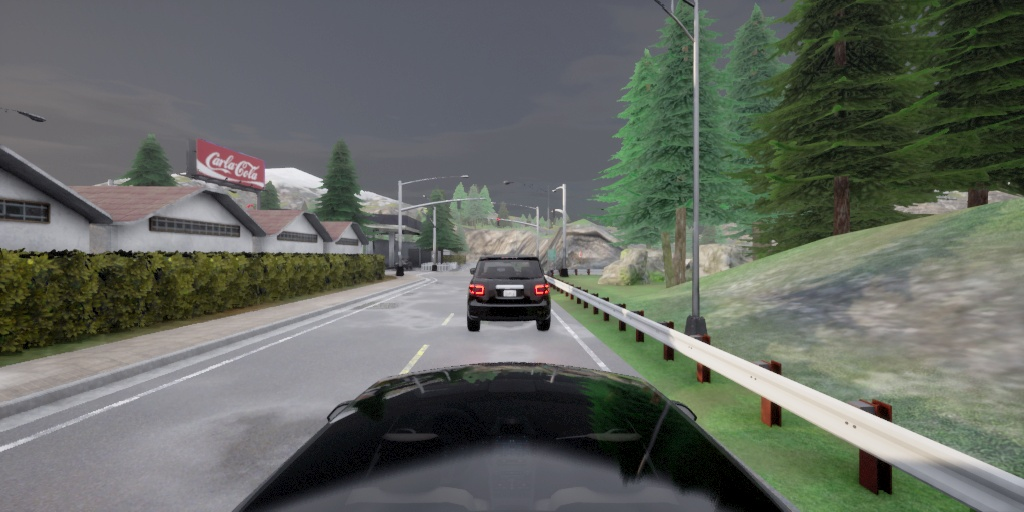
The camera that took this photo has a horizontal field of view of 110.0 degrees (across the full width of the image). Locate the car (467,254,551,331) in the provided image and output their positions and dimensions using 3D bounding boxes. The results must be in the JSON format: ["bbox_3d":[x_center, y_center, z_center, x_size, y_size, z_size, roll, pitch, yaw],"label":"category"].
[{"bbox_3d":[-0.141,0.966,11.080,2.150,2.045,5.566,0,0,-2],"label":"car"}]
